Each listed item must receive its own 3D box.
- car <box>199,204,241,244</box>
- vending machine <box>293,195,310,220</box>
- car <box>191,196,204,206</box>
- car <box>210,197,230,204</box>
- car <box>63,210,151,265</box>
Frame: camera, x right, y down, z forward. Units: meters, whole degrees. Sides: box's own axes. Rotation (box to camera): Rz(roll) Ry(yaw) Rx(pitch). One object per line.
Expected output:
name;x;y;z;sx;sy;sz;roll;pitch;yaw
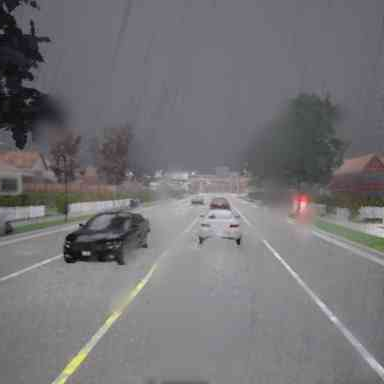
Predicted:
car;1.322;1.530;15.859;1.812;1.442;4.674;1;0;5
vending machine;9.124;1.275;27.769;1.100;2.100;0.880;1;0;5
car;0.909;1.437;54.917;1.882;1.535;5.008;1;0;5
car;3.026;1.361;36.382;2.097;1.767;4.553;1;0;5
car;-2.743;1.441;11.778;1.882;1.535;5.008;1;0;5
